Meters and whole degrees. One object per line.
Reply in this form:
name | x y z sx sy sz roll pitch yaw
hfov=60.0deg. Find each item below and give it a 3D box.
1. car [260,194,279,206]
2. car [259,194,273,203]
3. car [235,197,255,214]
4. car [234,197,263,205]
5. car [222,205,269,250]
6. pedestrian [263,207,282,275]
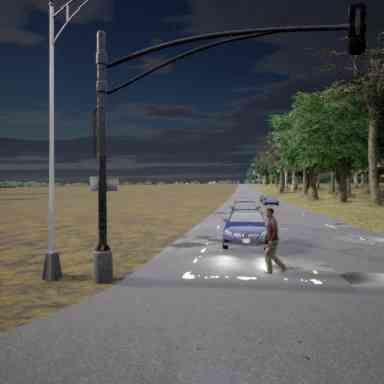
car | 11.198 1.216 47.426 1.994 1.385 4.181 0 1 7
car | 12.703 1.088 57.309 1.994 1.385 4.181 0 1 9
car | 5.304 1.290 33.482 1.882 1.535 5.008 0 1 9
car | 3.746 1.383 23.380 1.882 1.535 5.008 0 0 9
car | 2.352 1.487 14.278 1.812 1.442 4.674 0 0 10
pedestrian | 2.134 1.278 8.918 0.375 1.860 0.375 -1 1 9
